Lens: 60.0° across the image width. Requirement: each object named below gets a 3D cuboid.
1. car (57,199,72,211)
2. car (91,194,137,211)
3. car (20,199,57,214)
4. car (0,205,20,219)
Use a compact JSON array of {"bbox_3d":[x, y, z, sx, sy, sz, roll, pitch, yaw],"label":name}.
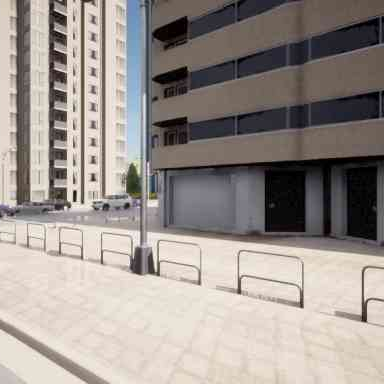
[{"bbox_3d":[-16.816,1.560,39.632,1.837,1.490,4.892,0,0,39],"label":"car"},{"bbox_3d":[-10.133,1.277,42.399,2.150,2.045,5.566,0,0,39],"label":"car"},{"bbox_3d":[-16.767,1.656,34.075,1.895,1.301,4.718,0,0,38],"label":"car"},{"bbox_3d":[-17.306,1.407,27.586,2.097,1.767,4.553,0,0,40],"label":"car"}]
